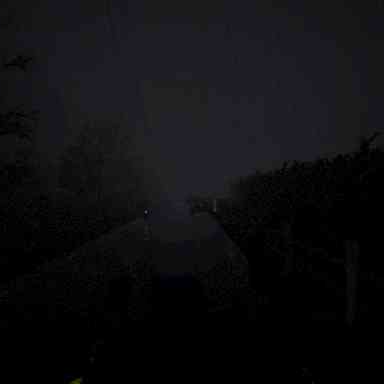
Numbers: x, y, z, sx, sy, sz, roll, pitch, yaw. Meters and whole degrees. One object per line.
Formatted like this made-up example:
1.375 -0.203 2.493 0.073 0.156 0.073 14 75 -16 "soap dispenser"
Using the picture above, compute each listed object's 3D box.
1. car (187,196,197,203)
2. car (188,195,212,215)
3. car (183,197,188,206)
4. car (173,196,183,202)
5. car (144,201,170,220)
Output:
0.027 1.491 64.892 1.895 1.301 4.718 0 0 0 "car"
0.914 1.314 33.647 2.097 1.767 4.553 0 0 1 "car"
0.021 1.275 51.756 2.097 1.767 4.553 0 0 0 "car"
-2.725 1.417 68.725 1.994 1.385 4.181 0 0 0 "car"
-2.838 1.499 27.612 1.812 1.442 4.674 0 0 0 "car"
